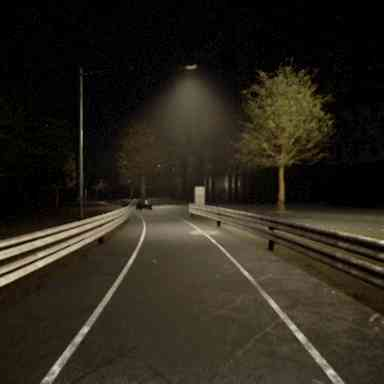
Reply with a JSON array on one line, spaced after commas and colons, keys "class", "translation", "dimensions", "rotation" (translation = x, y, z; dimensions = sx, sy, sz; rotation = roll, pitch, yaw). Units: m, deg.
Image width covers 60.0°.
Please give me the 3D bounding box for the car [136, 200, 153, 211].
[{"class": "car", "translation": [-7.004, 1.944, 48.513], "dimensions": [2.128, 1.511, 4.902], "rotation": [0, 0, -18]}]
